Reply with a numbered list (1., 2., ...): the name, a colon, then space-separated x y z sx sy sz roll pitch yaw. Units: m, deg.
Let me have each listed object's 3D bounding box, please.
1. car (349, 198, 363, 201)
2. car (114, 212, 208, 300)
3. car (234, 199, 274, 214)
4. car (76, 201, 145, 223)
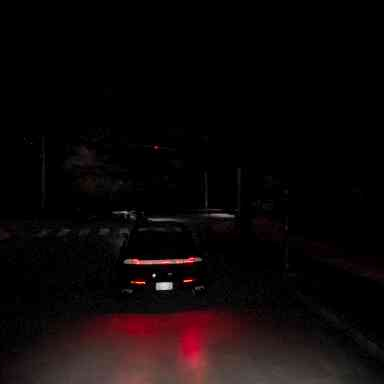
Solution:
1. car: 15.337 1.346 32.819 4.892 1.490 1.837 0 0 -12
2. car: -0.840 1.492 8.425 2.128 1.511 4.902 0 0 -8
3. car: 6.257 1.368 30.803 4.674 1.442 1.812 0 0 -12
4. car: -5.867 1.417 24.341 4.892 1.490 1.837 0 1 -12
